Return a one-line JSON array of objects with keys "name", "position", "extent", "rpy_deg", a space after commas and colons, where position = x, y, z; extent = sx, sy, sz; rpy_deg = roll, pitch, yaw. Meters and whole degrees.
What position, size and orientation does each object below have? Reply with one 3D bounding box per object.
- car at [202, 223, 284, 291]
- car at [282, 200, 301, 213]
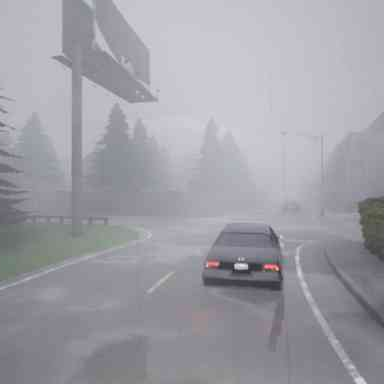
[{"name": "car", "position": [1.556, 1.579, 9.263], "extent": [2.033, 1.411, 5.357], "rpy_deg": [0, 0, 13]}, {"name": "car", "position": [12.034, 1.700, 40.163], "extent": [1.994, 1.385, 4.181], "rpy_deg": [0, 0, 20]}]
